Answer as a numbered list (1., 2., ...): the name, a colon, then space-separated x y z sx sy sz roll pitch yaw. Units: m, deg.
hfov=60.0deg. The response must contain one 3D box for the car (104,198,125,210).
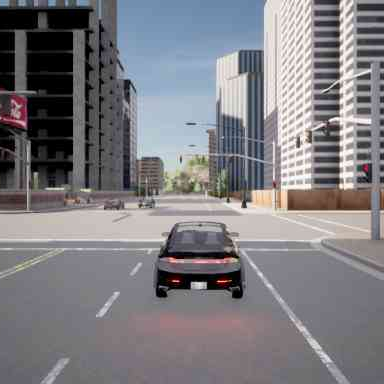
1. car: -9.991 1.526 43.090 1.812 1.442 4.674 0 0 1

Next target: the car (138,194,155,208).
1. car: -6.420 1.491 47.534 2.128 1.511 4.902 0 0 1

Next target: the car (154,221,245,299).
1. car: 0.205 1.492 8.485 2.128 1.511 4.902 0 0 2
